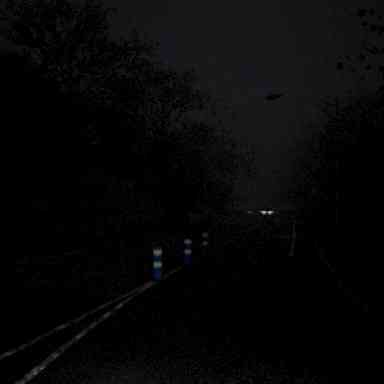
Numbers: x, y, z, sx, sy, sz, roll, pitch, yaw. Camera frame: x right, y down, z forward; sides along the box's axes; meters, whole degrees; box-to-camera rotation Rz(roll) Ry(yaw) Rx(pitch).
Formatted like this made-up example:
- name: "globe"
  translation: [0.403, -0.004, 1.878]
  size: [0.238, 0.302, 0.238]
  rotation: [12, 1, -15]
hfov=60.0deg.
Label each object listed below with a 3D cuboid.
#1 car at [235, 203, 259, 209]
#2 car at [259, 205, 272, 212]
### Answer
- name: "car"
  translation: [15.416, 4.201, 93.093]
  size: [5.366, 1.575, 1.946]
  rotation: [0, -3, 16]
- name: "car"
  translation: [15.723, 3.396, 69.602]
  size: [1.994, 1.385, 4.181]
  rotation: [0, -2, 16]
